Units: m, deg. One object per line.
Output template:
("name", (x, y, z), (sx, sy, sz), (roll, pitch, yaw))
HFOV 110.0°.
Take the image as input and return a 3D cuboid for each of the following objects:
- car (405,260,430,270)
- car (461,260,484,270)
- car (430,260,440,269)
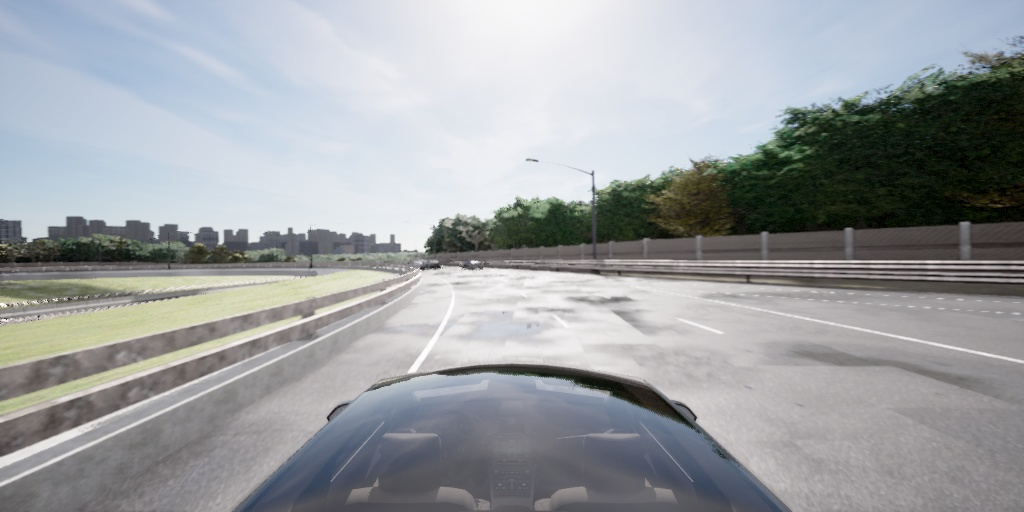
("car", (-15.090, 1.546, 55.903), (2.033, 1.411, 5.357), (-1, 0, -32))
("car", (-6.099, 1.365, 54.277), (2.033, 1.411, 5.357), (-1, 0, -29))
("car", (-13.462, 1.468, 59.662), (1.837, 1.490, 4.892), (-1, 0, -33))
